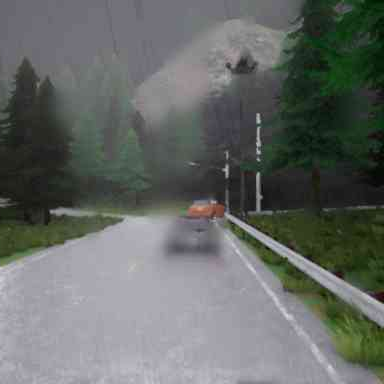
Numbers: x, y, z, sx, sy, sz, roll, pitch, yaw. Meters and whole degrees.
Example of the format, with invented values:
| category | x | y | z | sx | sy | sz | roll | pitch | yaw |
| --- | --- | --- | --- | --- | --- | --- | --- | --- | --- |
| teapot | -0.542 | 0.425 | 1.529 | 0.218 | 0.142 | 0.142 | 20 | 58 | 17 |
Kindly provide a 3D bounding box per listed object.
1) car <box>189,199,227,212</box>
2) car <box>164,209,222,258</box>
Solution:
| category | x | y | z | sx | sy | sz | roll | pitch | yaw |
| --- | --- | --- | --- | --- | --- | --- | --- | --- | --- |
| car | 1.373 | 1.385 | 27.410 | 2.097 | 1.767 | 4.553 | -1 | -1 | 21 |
| car | 0.040 | 1.570 | 12.841 | 1.994 | 1.385 | 4.181 | 0 | 0 | 1 |
